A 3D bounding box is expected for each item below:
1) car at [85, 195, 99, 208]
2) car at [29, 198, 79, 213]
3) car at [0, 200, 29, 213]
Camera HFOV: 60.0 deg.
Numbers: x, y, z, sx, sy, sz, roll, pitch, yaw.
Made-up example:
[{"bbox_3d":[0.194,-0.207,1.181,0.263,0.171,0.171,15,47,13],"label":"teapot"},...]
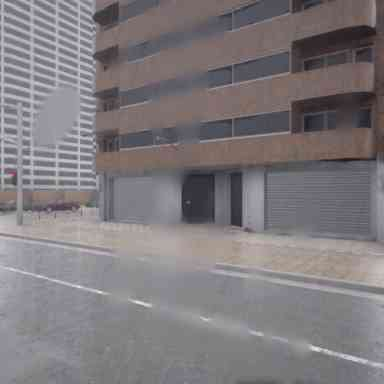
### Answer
[{"bbox_3d":[-12.977,1.564,46.869,1.994,1.385,4.181,0,0,34],"label":"car"},{"bbox_3d":[-15.167,1.477,37.575,1.882,1.535,5.008,0,0,35],"label":"car"},{"bbox_3d":[-19.538,1.547,37.414,2.033,1.411,5.357,0,0,35],"label":"car"}]
